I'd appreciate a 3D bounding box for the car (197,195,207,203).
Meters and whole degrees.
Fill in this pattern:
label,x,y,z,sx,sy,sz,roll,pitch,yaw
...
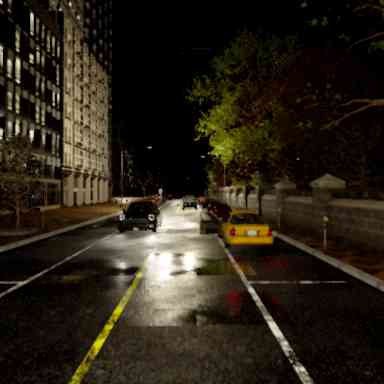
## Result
label,x,y,z,sx,sy,sz,roll,pitch,yaw
car,1.975,1.400,66.448,1.967,1.590,4.097,0,0,-1

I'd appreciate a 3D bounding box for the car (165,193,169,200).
label,x,y,z,sx,sy,sz,roll,pitch,yaw
car,-6.049,1.487,66.270,1.752,1.417,4.829,0,0,-1

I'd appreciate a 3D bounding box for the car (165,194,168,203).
label,x,y,z,sx,sy,sz,roll,pitch,yaw
car,-5.994,1.549,60.900,1.802,1.307,4.206,0,0,-1

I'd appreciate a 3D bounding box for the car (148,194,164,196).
label,x,y,z,sx,sy,sz,roll,pitch,yaw
car,-5.883,1.292,49.818,2.192,1.841,5.009,0,0,-1

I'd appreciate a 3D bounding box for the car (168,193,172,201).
label,x,y,z,sx,sy,sz,roll,pitch,yaw
car,-6.074,1.261,83.063,2.192,1.841,5.009,0,0,-1

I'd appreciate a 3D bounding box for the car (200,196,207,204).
label,x,y,z,sx,sy,sz,roll,pitch,yaw
car,2.199,1.545,44.250,1.947,1.339,4.313,0,0,-1

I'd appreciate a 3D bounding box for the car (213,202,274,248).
label,x,y,z,sx,sy,sz,roll,pitch,yaw
car,2.156,1.452,14.608,1.801,1.575,5.366,0,0,0

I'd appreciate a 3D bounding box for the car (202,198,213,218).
label,x,y,z,sx,sy,sz,roll,pitch,yaw
car,2.312,1.552,33.151,1.947,1.339,4.313,0,0,-1

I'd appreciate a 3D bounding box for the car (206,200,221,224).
label,x,y,z,sx,sy,sz,roll,pitch,yaw
car,2.368,1.571,27.601,1.802,1.307,4.206,0,0,-1

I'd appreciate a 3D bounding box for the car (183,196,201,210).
label,x,y,z,sx,sy,sz,roll,pitch,yaw
car,-0.274,1.528,42.573,2.033,1.411,5.357,0,0,0

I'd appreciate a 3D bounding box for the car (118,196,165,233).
label,x,y,z,sx,sy,sz,roll,pitch,yaw
car,-2.968,1.346,19.680,2.097,1.767,4.553,0,0,-1
